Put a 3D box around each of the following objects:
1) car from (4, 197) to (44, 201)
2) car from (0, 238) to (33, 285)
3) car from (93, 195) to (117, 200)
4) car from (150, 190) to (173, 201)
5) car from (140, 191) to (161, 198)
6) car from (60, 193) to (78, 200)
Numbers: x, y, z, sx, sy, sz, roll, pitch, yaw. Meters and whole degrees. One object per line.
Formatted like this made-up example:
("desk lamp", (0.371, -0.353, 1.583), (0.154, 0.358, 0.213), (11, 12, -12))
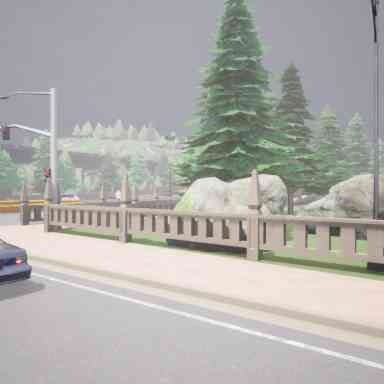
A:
("car", (-20.396, 1.491, 42.107), (2.128, 1.511, 4.902), (0, 0, 36))
("car", (-6.146, 1.547, 8.340), (5.357, 1.411, 2.033), (0, 0, 36))
("car", (-15.856, 1.390, 60.439), (1.837, 1.490, 4.892), (0, 2, 36))
("car", (-6.163, 0.624, 67.899), (2.097, 1.767, 4.553), (0, 4, 36))
("car", (-8.086, 1.234, 59.272), (1.882, 1.535, 5.008), (0, 3, 36))
("car", (-19.546, 1.221, 49.285), (2.150, 2.045, 5.566), (0, 0, 36))
